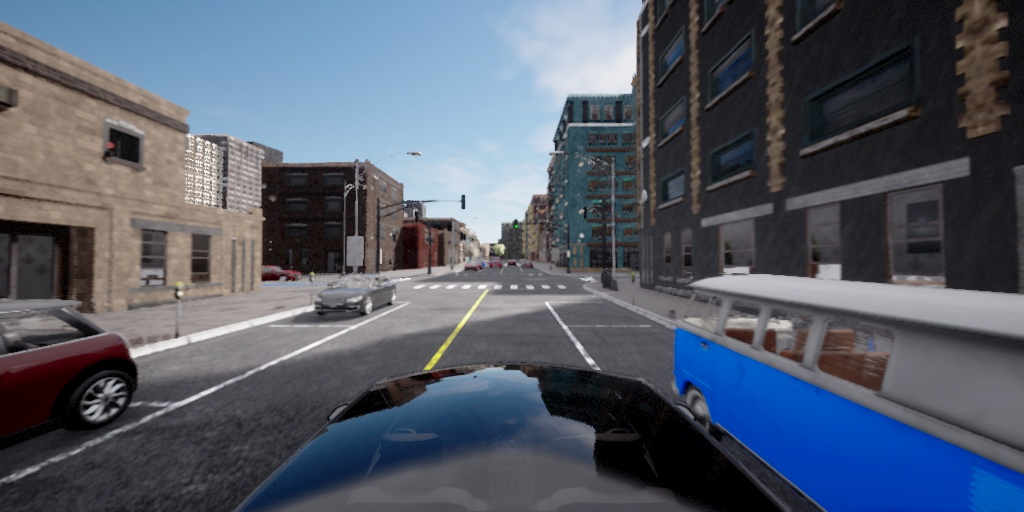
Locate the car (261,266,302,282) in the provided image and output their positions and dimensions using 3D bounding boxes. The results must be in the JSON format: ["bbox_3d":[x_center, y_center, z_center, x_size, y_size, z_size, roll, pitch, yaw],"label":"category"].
[{"bbox_3d":[-19.290,1.456,28.789,4.507,1.381,1.888,0,0,1],"label":"car"}]

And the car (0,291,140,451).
[{"bbox_3d":[-5.689,1.194,2.726,1.967,1.591,4.097,0,0,0],"label":"car"}]

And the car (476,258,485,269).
[{"bbox_3d":[-5.682,1.481,57.178,1.888,1.381,4.507,0,0,0],"label":"car"}]

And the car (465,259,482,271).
[{"bbox_3d":[-5.759,1.463,51.496,1.888,1.381,4.507,0,0,0],"label":"car"}]

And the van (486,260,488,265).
[{"bbox_3d":[-5.681,1.296,62.865,1.690,1.789,3.998,0,0,0],"label":"van"}]

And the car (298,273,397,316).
[{"bbox_3d":[-5.688,1.341,13.540,2.007,1.370,4.403,0,0,0],"label":"car"}]

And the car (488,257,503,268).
[{"bbox_3d":[-3.003,1.183,65.301,2.150,2.045,5.566,0,0,0],"label":"car"}]

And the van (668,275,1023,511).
[{"bbox_3d":[2.692,1.094,2.718,1.690,1.789,3.998,0,0,0],"label":"van"}]

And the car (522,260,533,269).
[{"bbox_3d":[2.700,1.395,62.925,1.967,1.591,4.097,0,0,0],"label":"car"}]
